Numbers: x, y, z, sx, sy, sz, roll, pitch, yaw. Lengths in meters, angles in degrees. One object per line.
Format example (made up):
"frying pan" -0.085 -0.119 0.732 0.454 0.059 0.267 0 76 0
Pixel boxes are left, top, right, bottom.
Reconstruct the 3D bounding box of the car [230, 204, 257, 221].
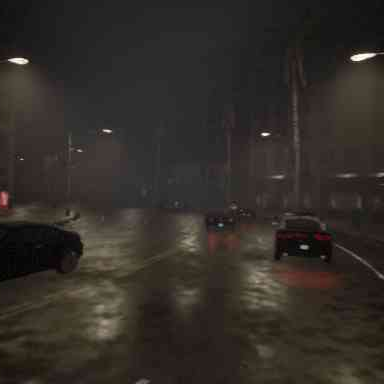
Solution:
"car" 4.315 1.807 30.425 2.128 1.511 4.902 1 0 -11

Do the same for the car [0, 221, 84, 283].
"car" -4.702 1.496 8.312 1.812 1.442 4.674 1 0 22

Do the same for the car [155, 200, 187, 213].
"car" -2.935 1.799 41.011 2.033 1.411 5.357 1 0 -26

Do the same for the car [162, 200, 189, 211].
"car" -2.411 1.871 47.032 1.994 1.385 4.181 1 -1 -32

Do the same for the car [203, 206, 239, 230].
"car" 1.775 1.812 23.193 1.895 1.301 4.718 1 0 -1

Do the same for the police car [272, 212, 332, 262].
"police car" 4.254 1.611 13.285 1.930 1.638 5.238 1 0 14
